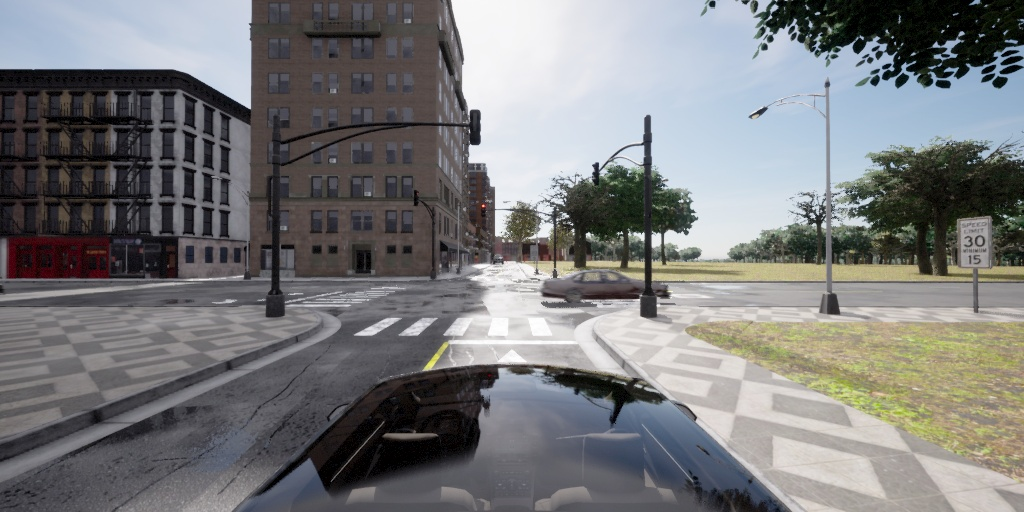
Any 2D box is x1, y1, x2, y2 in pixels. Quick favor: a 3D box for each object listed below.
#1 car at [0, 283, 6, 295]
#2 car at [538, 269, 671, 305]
[{"bbox_3d":[-24.922,1.273,15.434,4.181,1.385,1.994,0,-1,0],"label":"car"},{"bbox_3d":[3.840,1.285,15.450,5.357,1.411,2.033,-1,-1,0],"label":"car"}]
